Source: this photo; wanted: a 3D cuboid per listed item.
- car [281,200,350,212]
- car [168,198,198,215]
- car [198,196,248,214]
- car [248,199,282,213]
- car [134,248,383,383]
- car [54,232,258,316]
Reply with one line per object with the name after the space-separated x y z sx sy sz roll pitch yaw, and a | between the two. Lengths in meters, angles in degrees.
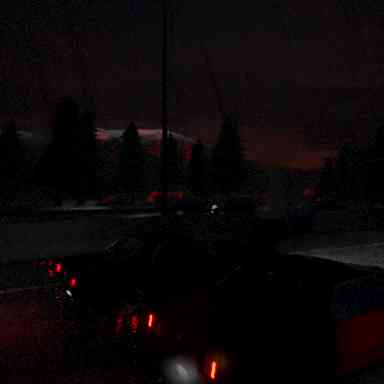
9.323 1.409 24.372 5.008 1.535 1.882 0 0 -25 | car
-0.069 1.356 31.563 5.008 1.535 1.882 0 0 -25 | car
3.244 1.242 29.263 4.553 1.767 2.097 0 0 -25 | car
7.251 1.429 27.269 4.674 1.442 1.812 0 0 -25 | car
1.802 1.584 4.657 4.718 1.301 1.895 0 0 -32 | car
-0.400 1.571 7.405 4.718 1.301 1.895 0 0 -32 | car
